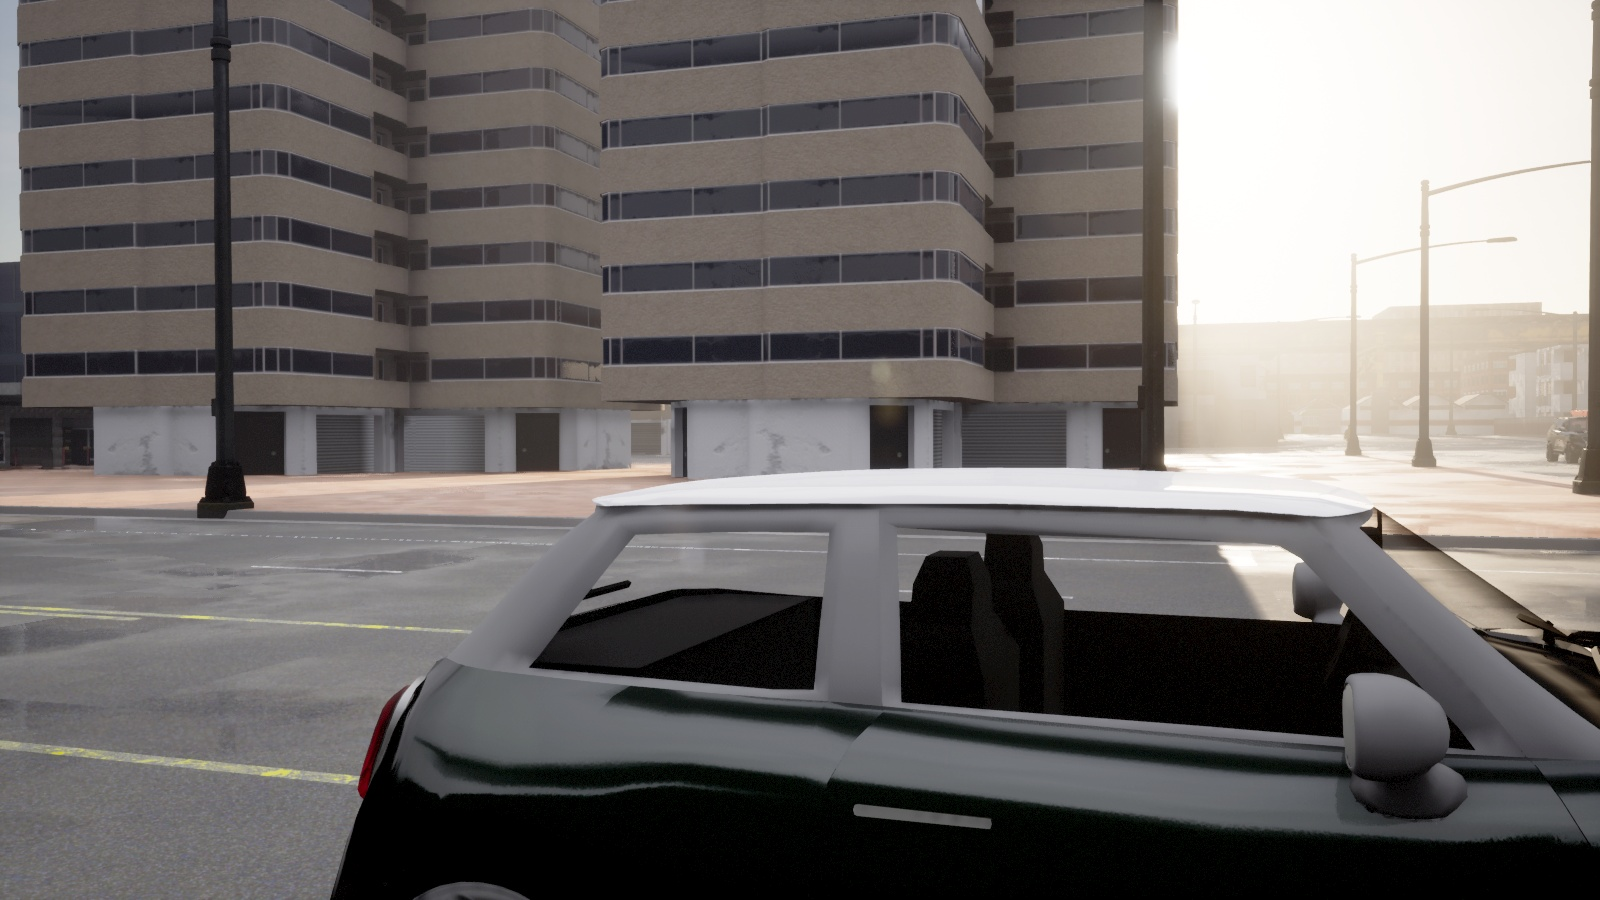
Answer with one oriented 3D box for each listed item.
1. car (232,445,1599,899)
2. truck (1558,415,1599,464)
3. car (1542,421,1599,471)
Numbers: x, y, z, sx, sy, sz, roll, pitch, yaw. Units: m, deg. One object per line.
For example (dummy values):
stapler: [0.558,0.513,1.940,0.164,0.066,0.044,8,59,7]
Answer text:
car: [0.941,0.749,2.925,3.806,1.475,1.970,1,1,19]
truck: [41.506,-0.552,65.352,2.627,2.467,5.204,0,0,20]
car: [34.199,-0.201,54.632,2.150,2.045,5.566,1,1,18]
